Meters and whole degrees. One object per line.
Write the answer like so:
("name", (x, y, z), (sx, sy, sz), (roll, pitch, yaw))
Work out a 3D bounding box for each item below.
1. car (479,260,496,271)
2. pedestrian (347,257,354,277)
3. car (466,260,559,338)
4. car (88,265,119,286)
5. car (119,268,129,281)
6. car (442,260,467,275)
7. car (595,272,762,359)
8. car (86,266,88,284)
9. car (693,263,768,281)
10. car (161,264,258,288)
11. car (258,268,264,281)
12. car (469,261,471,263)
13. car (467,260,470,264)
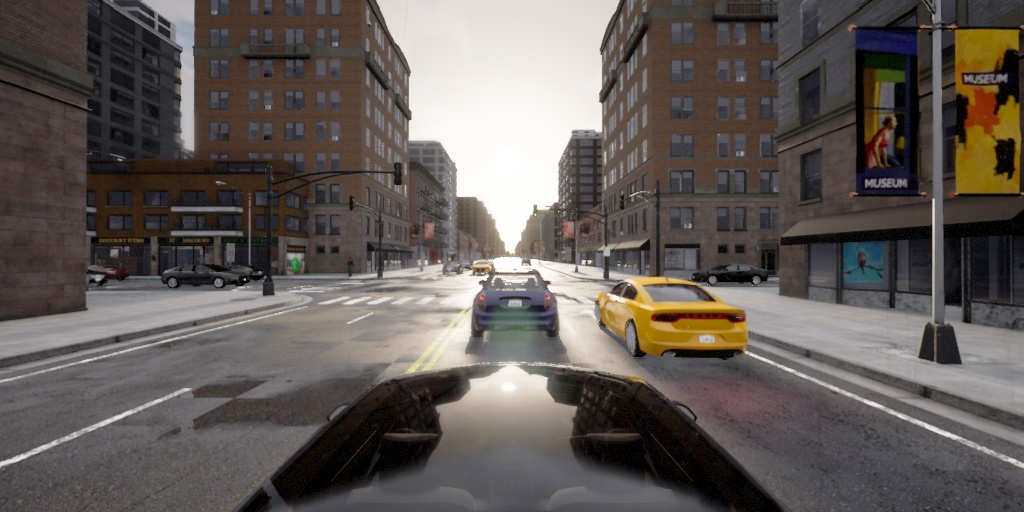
("car", (-3.419, 1.294, 50.679), (2.128, 1.511, 4.902), (0, 0, 0))
("pedestrian", (-14.186, 0.955, 31.427), (0.375, 1.860, 0.375), (0, 0, 0))
("car", (0.078, 1.112, 10.359), (2.097, 1.767, 4.553), (0, 0, 0))
("car", (-29.103, 1.258, 23.118), (4.902, 1.511, 2.128), (0, 0, 0))
("car", (-33.187, 1.376, 28.617), (4.207, 1.307, 1.802), (0, 0, 0))
("car", (-6.670, 1.286, 40.643), (2.128, 1.511, 4.902), (0, 0, -1))
("car", (3.319, 1.236, 8.493), (1.882, 1.535, 5.008), (0, 0, 1))
("car", (-27.705, 1.193, 20.573), (4.097, 1.591, 1.967), (0, 0, 0))
("car", (15.846, 1.296, 26.259), (5.008, 1.535, 1.882), (0, 0, 1))
("car", (-19.615, 1.274, 23.084), (4.892, 1.490, 1.837), (0, 0, 0))
("car", (-22.164, 1.362, 28.577), (4.313, 1.339, 1.948), (0, 0, 0))
("car", (-3.409, 1.273, 41.249), (1.882, 1.535, 5.008), (0, 0, 0))
("car", (-6.669, 1.294, 50.412), (2.128, 1.511, 4.902), (0, 0, 0))
